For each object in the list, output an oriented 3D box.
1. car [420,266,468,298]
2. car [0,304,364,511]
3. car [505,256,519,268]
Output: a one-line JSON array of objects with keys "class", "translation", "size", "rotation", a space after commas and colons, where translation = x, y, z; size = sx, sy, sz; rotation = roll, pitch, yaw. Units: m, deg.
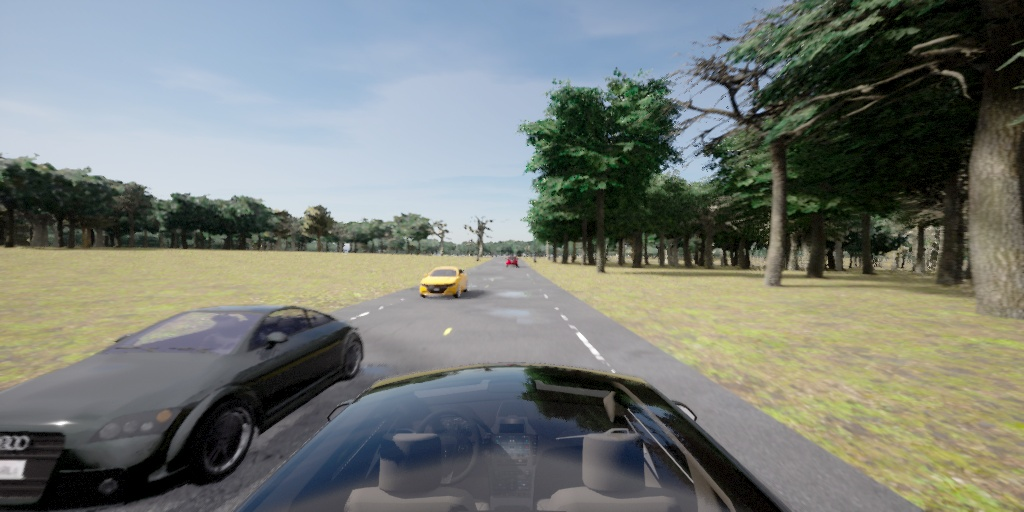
[{"class": "car", "translation": [-3.532, 1.326, 19.370], "size": [1.882, 1.535, 5.008], "rotation": [0, 0, 0]}, {"class": "car", "translation": [-3.555, 1.335, 4.519], "size": [1.994, 1.385, 4.181], "rotation": [0, -1, 0]}, {"class": "car", "translation": [0.022, 0.984, 64.441], "size": [2.150, 2.045, 5.566], "rotation": [0, 1, 0]}]
